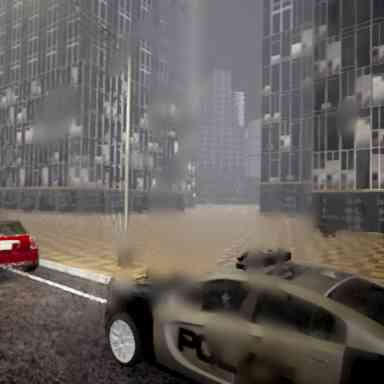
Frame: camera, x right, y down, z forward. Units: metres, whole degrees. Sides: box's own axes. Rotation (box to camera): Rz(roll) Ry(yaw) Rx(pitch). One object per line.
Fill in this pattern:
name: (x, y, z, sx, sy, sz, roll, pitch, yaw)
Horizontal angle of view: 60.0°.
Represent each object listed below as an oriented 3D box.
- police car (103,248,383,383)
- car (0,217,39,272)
police car: (0.778, 1.578, 4.251, 5.238, 1.638, 1.930, -1, -2, 41)
car: (-6.874, 1.569, 10.720, 4.553, 1.767, 2.097, 0, -2, 39)
